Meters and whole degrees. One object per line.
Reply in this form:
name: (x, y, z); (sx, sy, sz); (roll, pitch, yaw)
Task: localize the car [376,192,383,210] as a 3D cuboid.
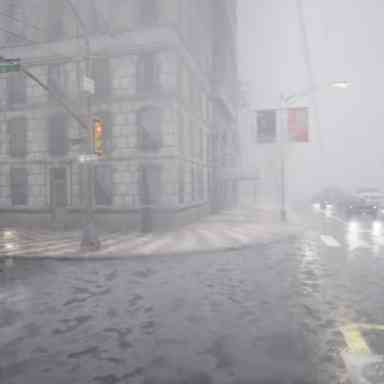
car: (15.387, 0.950, 24.085); (2.033, 1.411, 5.357); (-1, 1, 14)

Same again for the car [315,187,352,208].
car: (14.174, 0.502, 33.686); (2.150, 2.045, 5.566); (-1, 1, 15)

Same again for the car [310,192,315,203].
car: (16.693, 0.698, 43.563); (1.895, 1.301, 4.718); (-1, 1, 14)

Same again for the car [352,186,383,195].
car: (17.826, 0.445, 33.819); (2.150, 2.045, 5.566); (-1, 1, 15)

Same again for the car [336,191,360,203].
car: (20.263, 0.609, 43.350); (1.994, 1.385, 4.181); (-1, 1, 14)

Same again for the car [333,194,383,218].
car: (11.757, 1.061, 23.952); (1.895, 1.301, 4.718); (-1, 1, 14)
